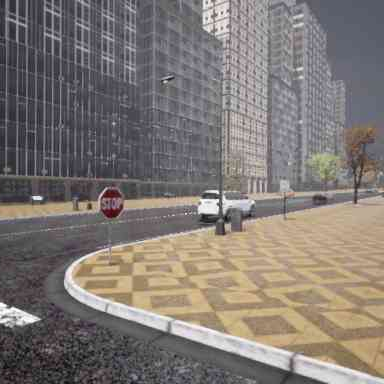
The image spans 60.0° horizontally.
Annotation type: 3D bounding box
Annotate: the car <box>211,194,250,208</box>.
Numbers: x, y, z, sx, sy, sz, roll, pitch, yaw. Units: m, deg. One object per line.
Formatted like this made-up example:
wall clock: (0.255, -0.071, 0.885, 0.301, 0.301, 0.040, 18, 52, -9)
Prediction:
car: (4.433, 0.967, 37.581, 2.033, 1.411, 5.357, 1, 1, 36)

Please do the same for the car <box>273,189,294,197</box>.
car: (13.939, 0.177, 50.331, 2.097, 1.767, 4.553, 1, 1, 36)

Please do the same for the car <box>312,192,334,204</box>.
car: (17.460, 0.769, 44.159, 2.128, 1.511, 4.902, 1, 1, 36)

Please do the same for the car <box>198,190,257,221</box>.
car: (2.649, 0.899, 24.019, 2.150, 2.045, 5.566, 1, 1, 36)
